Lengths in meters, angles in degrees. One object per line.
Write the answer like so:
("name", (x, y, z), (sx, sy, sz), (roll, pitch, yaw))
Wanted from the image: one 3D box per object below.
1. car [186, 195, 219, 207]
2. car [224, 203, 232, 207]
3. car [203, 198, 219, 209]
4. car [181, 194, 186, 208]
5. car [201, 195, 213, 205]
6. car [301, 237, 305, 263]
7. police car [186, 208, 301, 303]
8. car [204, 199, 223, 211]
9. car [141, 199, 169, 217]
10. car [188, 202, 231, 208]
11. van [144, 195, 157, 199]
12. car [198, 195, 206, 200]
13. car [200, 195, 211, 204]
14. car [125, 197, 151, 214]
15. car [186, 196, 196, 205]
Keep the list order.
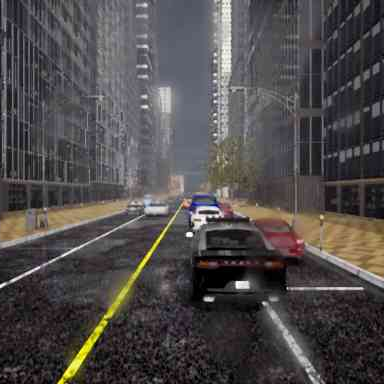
("car", (0.833, 1.209, 24.327), (2.150, 2.045, 5.566), (0, 0, 0))
("car", (2.610, 1.563, 28.745), (1.802, 1.307, 4.206), (0, 0, 0))
("car", (2.563, 1.509, 45.822), (2.008, 1.369, 4.403), (0, 0, 0))
("car", (-0.112, 1.310, 45.920), (2.097, 1.767, 4.553), (0, 0, 0))
("car", (2.531, 1.374, 57.207), (1.967, 1.590, 4.097), (0, 0, 0))
("car", (2.658, 1.574, 11.667), (1.802, 1.307, 4.206), (0, 0, 0))
("police car", (0.877, 1.420, 8.407), (1.930, 1.638, 5.238), (0, 0, 0))
("car", (2.579, 1.519, 40.130), (2.008, 1.369, 4.403), (0, 0, 0))
("car", (-3.186, 1.580, 30.655), (1.895, 1.301, 4.718), (0, 0, 0))
("car", (0.850, 1.514, 18.297), (1.812, 1.442, 4.674), (0, 0, 0))
("van", (-5.818, 1.300, 45.802), (1.690, 1.788, 3.998), (0, 0, 0))
("car", (2.452, 1.409, 85.669), (1.887, 1.381, 4.507), (0, 0, 0))
("car", (2.515, 1.362, 62.899), (1.967, 1.590, 4.097), (0, 0, 0))
("car", (-5.786, 1.526, 34.417), (2.008, 1.369, 4.403), (0, 0, 0))
("car", (-0.165, 1.456, 59.056), (1.812, 1.442, 4.674), (0, 0, 0))
